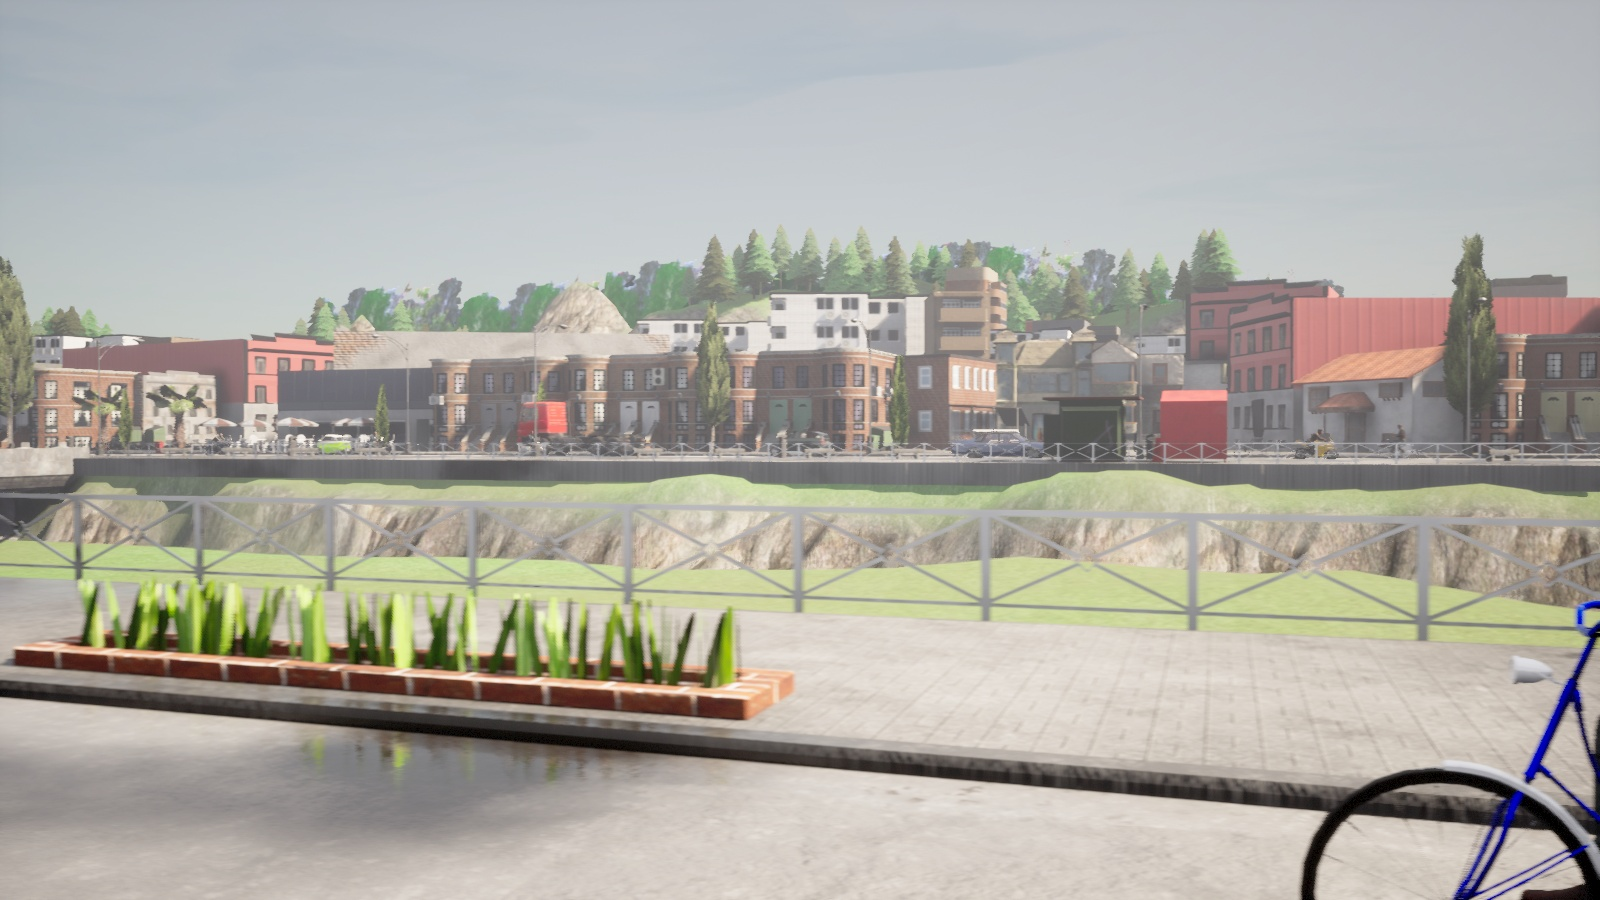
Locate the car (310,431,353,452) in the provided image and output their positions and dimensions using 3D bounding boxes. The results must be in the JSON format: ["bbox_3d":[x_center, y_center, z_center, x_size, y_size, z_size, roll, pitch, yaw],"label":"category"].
[{"bbox_3d":[-31.165,-0.573,83.506,2.207,1.376,1.481,1,1,19],"label":"car"}]

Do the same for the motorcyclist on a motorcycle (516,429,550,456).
[{"bbox_3d":[-15.763,-0.466,74.109,1.817,1.590,0.866,1,1,19],"label":"motorcyclist on a motorcycle"}]

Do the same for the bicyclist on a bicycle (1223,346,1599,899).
[{"bbox_3d":[2.006,0.656,3.044,1.843,1.776,0.659,1,1,19],"label":"bicyclist on a bicycle"}]

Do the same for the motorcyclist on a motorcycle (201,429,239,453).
[{"bbox_3d":[-37.623,-0.584,81.457,2.191,1.530,0.866,1,1,19],"label":"motorcyclist on a motorcycle"}]

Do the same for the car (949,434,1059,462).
[{"bbox_3d":[10.606,-0.131,65.248,5.357,1.411,2.033,1,1,19],"label":"car"}]

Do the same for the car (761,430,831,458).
[{"bbox_3d":[-0.229,-0.366,73.107,3.705,1.549,1.789,1,1,19],"label":"car"}]

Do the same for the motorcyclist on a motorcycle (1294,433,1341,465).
[{"bbox_3d":[24.896,-0.066,60.444,2.044,1.523,0.797,1,1,19],"label":"motorcyclist on a motorcycle"}]

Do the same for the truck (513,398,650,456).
[{"bbox_3d":[-13.479,-1.448,77.546,7.936,3.462,2.891,1,1,19],"label":"truck"}]

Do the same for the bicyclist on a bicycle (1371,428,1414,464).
[{"bbox_3d":[29.741,-0.200,63.032,1.843,1.776,0.659,1,1,19],"label":"bicyclist on a bicycle"}]
